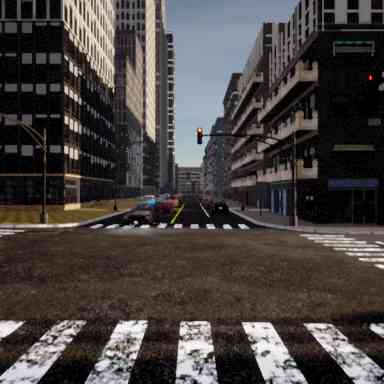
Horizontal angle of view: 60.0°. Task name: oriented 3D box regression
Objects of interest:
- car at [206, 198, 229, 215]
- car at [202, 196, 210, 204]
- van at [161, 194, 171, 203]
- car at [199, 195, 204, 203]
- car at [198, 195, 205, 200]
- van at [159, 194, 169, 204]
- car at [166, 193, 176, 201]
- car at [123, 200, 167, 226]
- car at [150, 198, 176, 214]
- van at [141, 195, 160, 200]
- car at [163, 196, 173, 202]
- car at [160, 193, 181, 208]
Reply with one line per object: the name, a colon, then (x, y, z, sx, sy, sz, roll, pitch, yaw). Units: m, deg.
car: (2.720, 1.561, 33.803, 1.947, 1.339, 4.313, 0, 0, 0)
car: (2.729, 1.540, 43.770, 1.887, 1.381, 4.507, 0, 0, 0)
van: (-5.625, 1.340, 72.048, 1.690, 1.788, 3.998, 0, 0, 0)
car: (2.745, 1.548, 60.733, 2.008, 1.369, 4.403, 0, 0, 0)
car: (2.777, 1.571, 94.658, 1.947, 1.339, 4.313, 0, 0, 0)
van: (-5.631, 1.339, 66.394, 1.690, 1.788, 3.998, 0, 0, 0)
car: (-5.609, 1.318, 89.012, 2.192, 1.841, 5.009, 0, 0, 0)
car: (-3.350, 1.539, 23.501, 2.033, 1.411, 5.357, 0, 0, 3)
car: (-3.064, 1.597, 35.643, 1.895, 1.301, 4.718, 0, 0, 0)
van: (-5.652, 1.337, 43.777, 1.690, 1.788, 3.998, 0, 0, 0)
car: (-5.619, 1.551, 77.703, 2.008, 1.369, 4.403, 0, 0, 0)
car: (-3.047, 1.348, 48.139, 2.097, 1.767, 4.553, 0, 0, 0)
